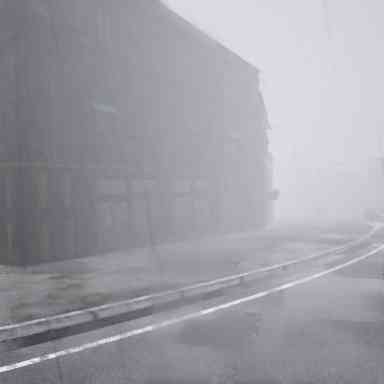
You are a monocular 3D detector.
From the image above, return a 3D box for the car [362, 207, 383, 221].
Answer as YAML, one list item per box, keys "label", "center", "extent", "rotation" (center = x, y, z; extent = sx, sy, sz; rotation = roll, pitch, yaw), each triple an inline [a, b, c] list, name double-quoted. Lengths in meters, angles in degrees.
- label: "car"
  center: [20.642, 2.463, 37.447]
  extent: [2.128, 1.511, 4.902]
  rotation: [-1, -3, 12]
